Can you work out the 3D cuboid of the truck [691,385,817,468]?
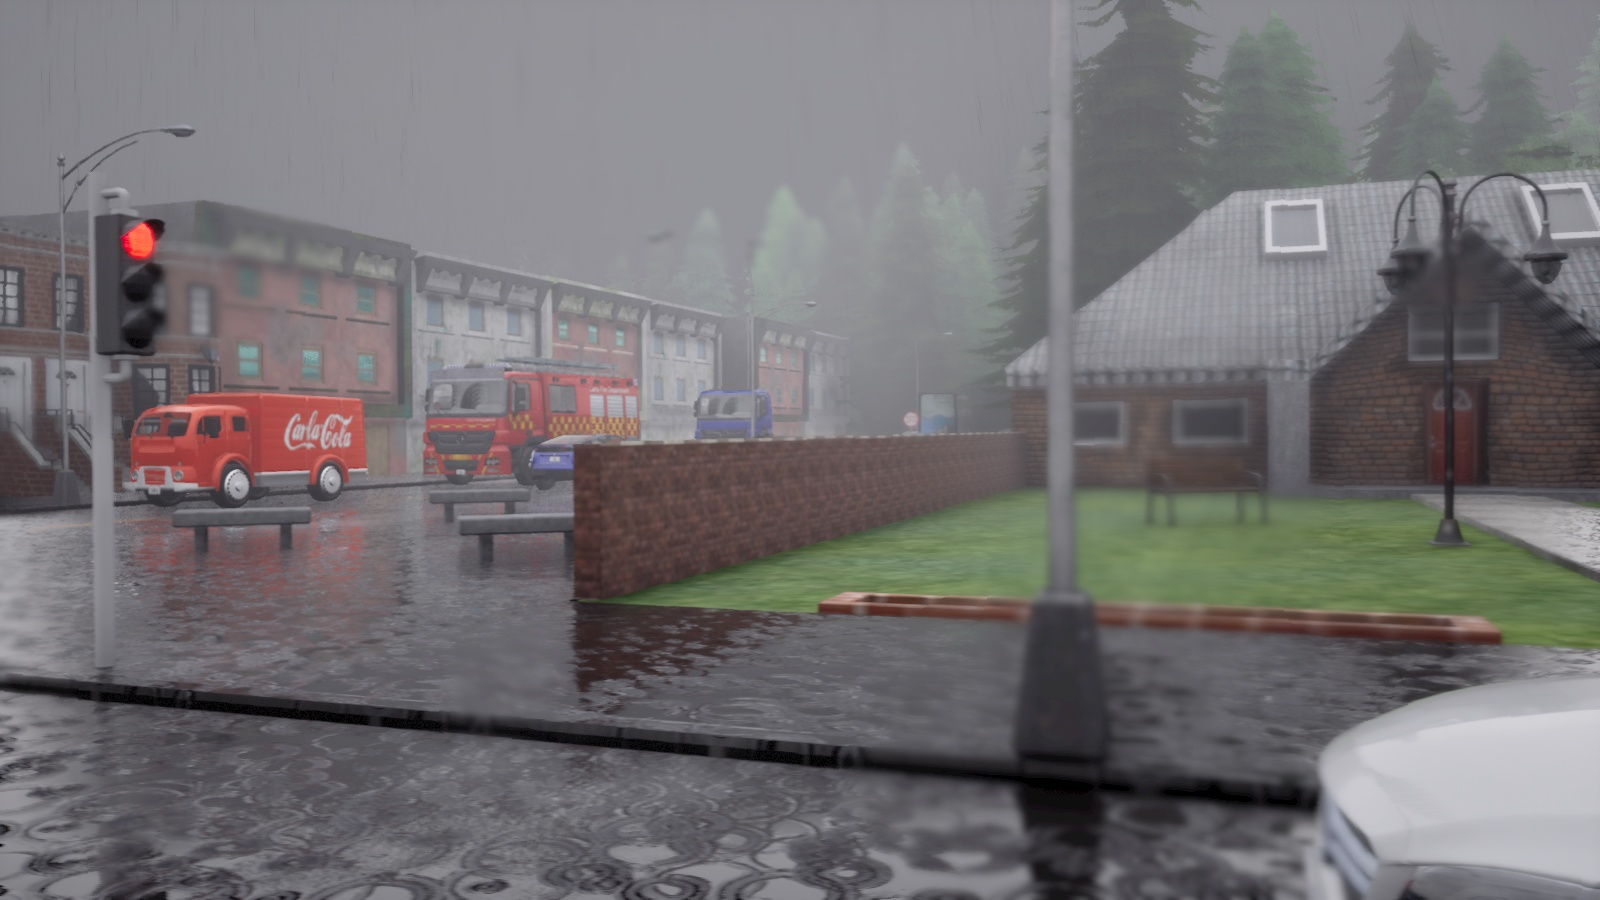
[{"bbox_3d":[-1.916,-1.036,56.834,2.891,3.462,7.936,0,1,20],"label":"truck"}]

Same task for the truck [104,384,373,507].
[{"bbox_3d":[-12.383,-0.109,28.184,2.627,2.467,5.204,0,0,20],"label":"truck"}]

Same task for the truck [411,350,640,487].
[{"bbox_3d":[-8.292,-0.963,39.397,2.891,3.827,8.468,0,1,20],"label":"truck"}]

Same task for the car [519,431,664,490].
[{"bbox_3d":[-5.692,0.225,34.889,2.007,1.525,4.514,0,1,20],"label":"car"}]

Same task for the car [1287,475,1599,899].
[{"bbox_3d":[3.384,0.826,2.199,4.674,1.442,1.812,0,1,20],"label":"car"}]
